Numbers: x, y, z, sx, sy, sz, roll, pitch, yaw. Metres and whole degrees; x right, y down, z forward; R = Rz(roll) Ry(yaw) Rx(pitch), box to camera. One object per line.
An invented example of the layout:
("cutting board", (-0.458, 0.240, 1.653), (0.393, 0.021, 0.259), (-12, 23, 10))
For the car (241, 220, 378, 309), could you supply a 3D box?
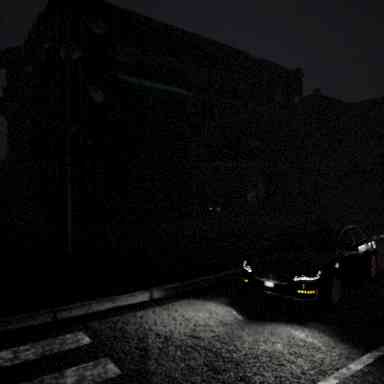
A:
("car", (3.061, 1.498, 8.086), (1.837, 1.490, 4.892), (0, 0, 41))
